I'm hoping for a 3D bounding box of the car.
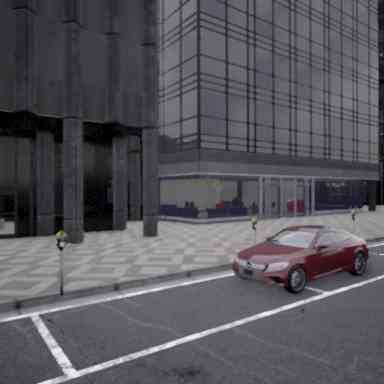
[{"bbox_3d":[2.965,1.540,8.639,4.206,1.307,1.802,0,0,-35],"label":"car"}]
